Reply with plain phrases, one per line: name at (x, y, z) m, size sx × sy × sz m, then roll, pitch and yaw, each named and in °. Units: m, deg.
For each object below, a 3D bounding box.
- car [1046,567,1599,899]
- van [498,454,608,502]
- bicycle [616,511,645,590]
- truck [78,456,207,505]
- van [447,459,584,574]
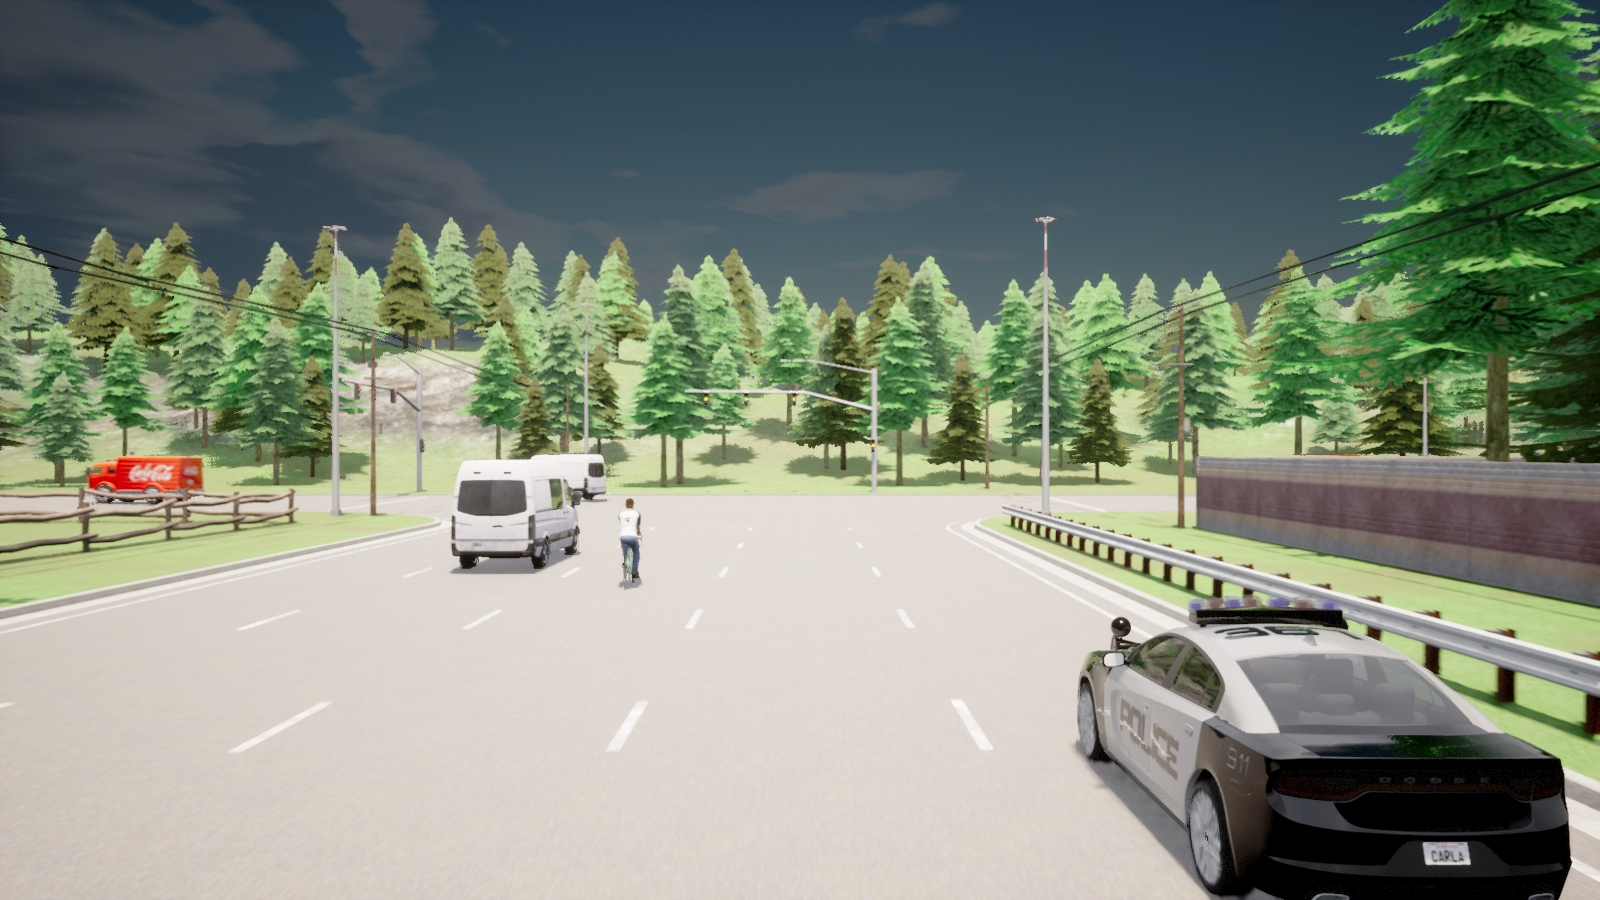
car at (3.501, 1.982, 8.772) m, size 2.097 × 1.638 × 5.238 m, roll 0°, pitch 0°, yaw 0°
van at (-13.695, 1.534, 63.376) m, size 5.915 × 2.561 × 1.988 m, roll 0°, pitch 0°, yaw 24°
bicycle at (-3.499, 2.056, 23.639) m, size 0.373 × 1.496 × 1.643 m, roll 0°, pitch 0°, yaw 0°
truck at (-34.286, 1.570, 59.680) m, size 5.204 × 2.467 × 2.627 m, roll 0°, pitch 0°, yaw 2°
van at (-6.993, 1.533, 28.806) m, size 1.988 × 2.561 × 5.915 m, roll 0°, pitch 0°, yaw 0°
